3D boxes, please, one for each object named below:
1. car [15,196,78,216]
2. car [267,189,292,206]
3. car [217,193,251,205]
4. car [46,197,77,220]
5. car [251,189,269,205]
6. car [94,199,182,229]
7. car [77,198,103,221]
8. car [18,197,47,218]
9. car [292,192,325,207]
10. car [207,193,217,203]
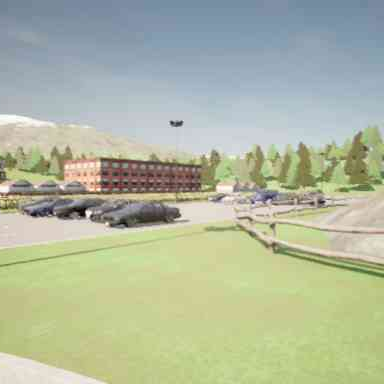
[{"bbox_3d":[-13.048,1.194,30.095,1.837,1.490,4.892,0,1,41],"label":"car"},{"bbox_3d":[12.033,0.812,42.802,2.097,1.767,4.553,0,1,42],"label":"car"},{"bbox_3d":[5.909,0.964,46.445,1.812,1.442,4.674,0,1,41],"label":"car"},{"bbox_3d":[-7.986,1.207,25.251,1.882,1.535,5.008,0,1,41],"label":"car"},{"bbox_3d":[10.086,0.655,45.875,2.150,2.045,5.566,0,1,42],"label":"car"},{"bbox_3d":[-2.950,1.317,20.378,2.033,1.411,5.357,0,1,41],"label":"car"},{"bbox_3d":[-5.081,1.235,23.258,2.128,1.511,4.902,0,1,41],"label":"car"},{"bbox_3d":[-10.887,1.262,27.252,2.033,1.411,5.357,0,1,41],"label":"car"},{"bbox_3d":[14.479,0.975,40.286,2.128,1.511,4.902,0,1,42],"label":"car"},{"bbox_3d":[4.250,0.898,49.847,2.128,1.511,4.902,0,1,42],"label":"car"}]
